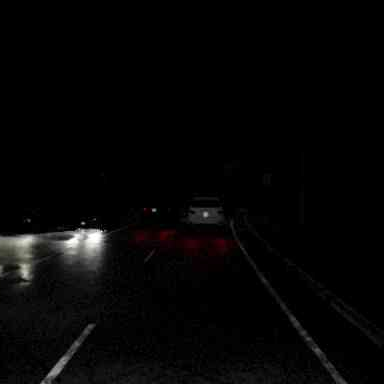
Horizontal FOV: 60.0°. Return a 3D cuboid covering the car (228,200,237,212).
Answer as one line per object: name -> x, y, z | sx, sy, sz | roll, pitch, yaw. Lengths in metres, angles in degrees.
car -> 4.433, 1.723, 41.319 | 2.033, 1.411, 5.357 | 0, 0, 15

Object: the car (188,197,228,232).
car -> 1.007, 1.311, 21.171 | 2.150, 2.045, 5.566 | 0, 0, 5

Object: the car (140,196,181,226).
car -> -2.194, 1.318, 24.531 | 2.150, 2.045, 5.566 | 0, 0, 6

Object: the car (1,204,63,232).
car -> -9.730, 1.552, 20.824 | 1.882, 1.535, 5.008 | 0, 0, 5

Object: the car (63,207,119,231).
car -> -6.171, 1.644, 21.325 | 1.994, 1.385, 4.181 | 0, 0, 5
